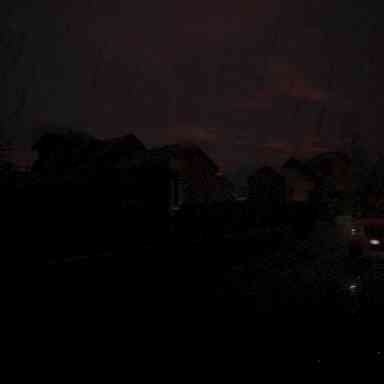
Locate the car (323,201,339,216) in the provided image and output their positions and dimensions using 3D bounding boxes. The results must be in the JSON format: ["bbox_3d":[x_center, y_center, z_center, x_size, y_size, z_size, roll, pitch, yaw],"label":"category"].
[{"bbox_3d":[14.051,1.723,34.444,3.633,1.501,1.845,-2,-2,41],"label":"car"}]

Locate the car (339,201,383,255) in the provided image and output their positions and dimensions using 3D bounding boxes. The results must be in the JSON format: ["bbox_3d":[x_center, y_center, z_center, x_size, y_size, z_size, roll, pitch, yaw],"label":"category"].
[{"bbox_3d":[8.245,1.401,13.520,2.150,2.045,5.566,-2,-2,44],"label":"car"}]
